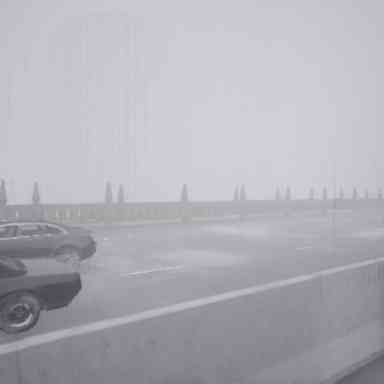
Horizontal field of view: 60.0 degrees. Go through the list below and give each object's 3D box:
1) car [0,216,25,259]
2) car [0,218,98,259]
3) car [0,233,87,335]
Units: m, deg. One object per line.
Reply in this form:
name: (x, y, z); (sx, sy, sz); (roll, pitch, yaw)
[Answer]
car: (-8.288, 1.592, 10.955); (4.718, 1.301, 1.895); (0, 0, -35)
car: (-5.049, 1.486, 8.954); (4.902, 1.511, 2.128); (0, 0, -35)
car: (-4.335, 1.596, 5.177); (4.718, 1.301, 1.895); (0, 0, -35)
